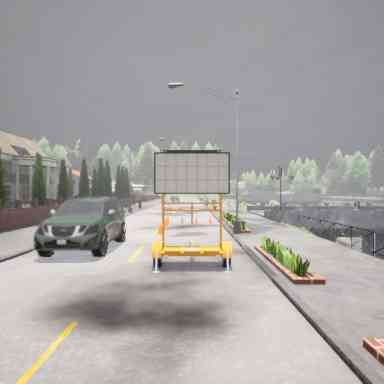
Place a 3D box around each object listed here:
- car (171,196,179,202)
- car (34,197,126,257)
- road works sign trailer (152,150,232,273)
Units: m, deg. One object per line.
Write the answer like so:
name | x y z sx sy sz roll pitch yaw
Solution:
car | -3.983 1.547 79.593 2.033 1.411 5.357 0 0 0
car | -4.097 1.221 13.214 2.150 2.045 5.566 0 0 0
road works sign trailer | 0.003 0.464 10.659 2.380 3.560 2.880 0 0 0
